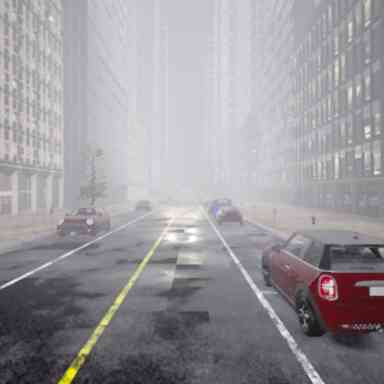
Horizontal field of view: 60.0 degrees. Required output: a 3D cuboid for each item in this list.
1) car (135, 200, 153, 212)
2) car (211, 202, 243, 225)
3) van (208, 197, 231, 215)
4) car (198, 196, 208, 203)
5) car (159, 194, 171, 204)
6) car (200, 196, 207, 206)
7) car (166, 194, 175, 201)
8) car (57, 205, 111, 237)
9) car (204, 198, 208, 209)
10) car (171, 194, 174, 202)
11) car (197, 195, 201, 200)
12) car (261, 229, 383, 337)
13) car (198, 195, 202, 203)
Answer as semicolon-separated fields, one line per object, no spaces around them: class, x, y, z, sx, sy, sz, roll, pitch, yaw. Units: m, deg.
car;-5.828;1.640;40.836;1.947;1.339;4.313;0;0;0
car;2.610;1.618;23.774;1.802;1.307;4.206;0;0;0
van;2.590;1.385;29.467;1.690;1.788;3.998;0;0;0
car;2.438;1.648;75.005;2.008;1.369;4.403;0;0;0
car;-5.923;1.632;69.127;1.752;1.417;4.829;0;0;0
car;2.534;1.618;46.544;2.008;1.369;4.403;0;0;0
car;-6.002;1.438;92.065;2.192;1.841;5.009;0;0;0
car;-5.752;1.481;18.069;1.967;1.590;4.097;0;0;0
car;2.572;1.597;35.159;1.887;1.381;4.507;0;0;0
car;-5.963;1.431;80.680;2.192;1.841;5.009;0;0;0
car;2.457;1.658;69.312;1.947;1.339;4.313;0;0;0
car;2.667;1.448;6.699;1.967;1.590;4.097;0;0;0
car;2.495;1.663;57.929;1.802;1.307;4.206;0;0;0
